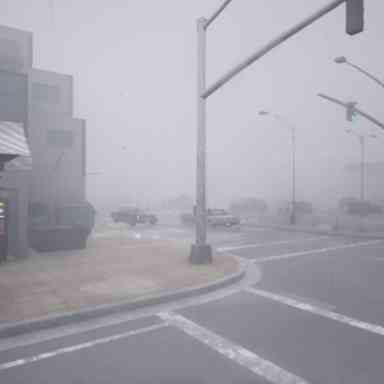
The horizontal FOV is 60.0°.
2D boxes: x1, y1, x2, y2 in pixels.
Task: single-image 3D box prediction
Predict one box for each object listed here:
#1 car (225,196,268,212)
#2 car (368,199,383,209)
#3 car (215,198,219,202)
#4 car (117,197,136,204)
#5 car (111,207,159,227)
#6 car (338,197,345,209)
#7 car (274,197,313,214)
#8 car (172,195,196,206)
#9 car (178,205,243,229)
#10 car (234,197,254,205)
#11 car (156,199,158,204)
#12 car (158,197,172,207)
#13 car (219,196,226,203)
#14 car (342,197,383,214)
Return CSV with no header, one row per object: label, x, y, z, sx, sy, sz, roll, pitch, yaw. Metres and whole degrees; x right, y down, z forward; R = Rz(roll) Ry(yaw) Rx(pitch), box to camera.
car,6.920,1.486,40.054,5.027,1.636,2.152,0,0,-36
car,29.760,1.821,52.575,3.806,1.475,1.970,0,0,-36
car,7.924,1.797,82.931,4.514,1.523,2.007,0,0,-36
car,-13.246,1.703,67.780,3.633,1.501,1.845,0,0,-36
car,-4.426,1.830,25.375,1.895,1.301,4.718,0,0,-36
car,22.886,1.516,47.612,4.605,1.855,1.932,0,0,-36
car,10.916,1.567,35.022,3.806,1.475,1.970,0,0,-36
car,-0.522,1.408,50.461,3.866,1.878,1.905,0,0,-36
car,1.117,1.850,23.814,1.895,1.301,4.718,0,0,-36
car,10.440,1.740,66.311,3.633,1.501,1.845,0,0,-36
car,-5.477,1.750,69.672,3.806,1.475,1.970,0,0,-36
car,-2.547,1.427,52.585,4.605,1.855,1.932,0,0,-36
car,9.792,1.788,80.410,5.027,1.636,2.152,0,0,-36
car,18.780,1.667,36.142,4.514,1.523,2.007,0,0,-36
